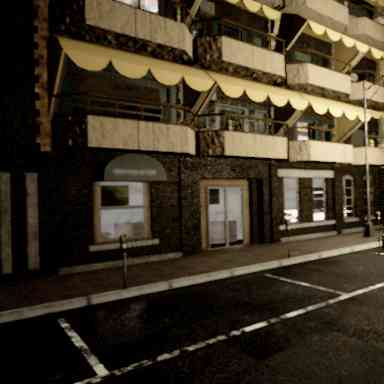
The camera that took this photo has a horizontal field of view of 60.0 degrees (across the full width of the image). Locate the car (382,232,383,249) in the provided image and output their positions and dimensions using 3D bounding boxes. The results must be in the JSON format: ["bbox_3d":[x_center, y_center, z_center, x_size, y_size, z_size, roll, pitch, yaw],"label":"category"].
[{"bbox_3d":[8.864,1.395,12.398,4.097,1.590,1.967,-1,-1,-34],"label":"car"}]
